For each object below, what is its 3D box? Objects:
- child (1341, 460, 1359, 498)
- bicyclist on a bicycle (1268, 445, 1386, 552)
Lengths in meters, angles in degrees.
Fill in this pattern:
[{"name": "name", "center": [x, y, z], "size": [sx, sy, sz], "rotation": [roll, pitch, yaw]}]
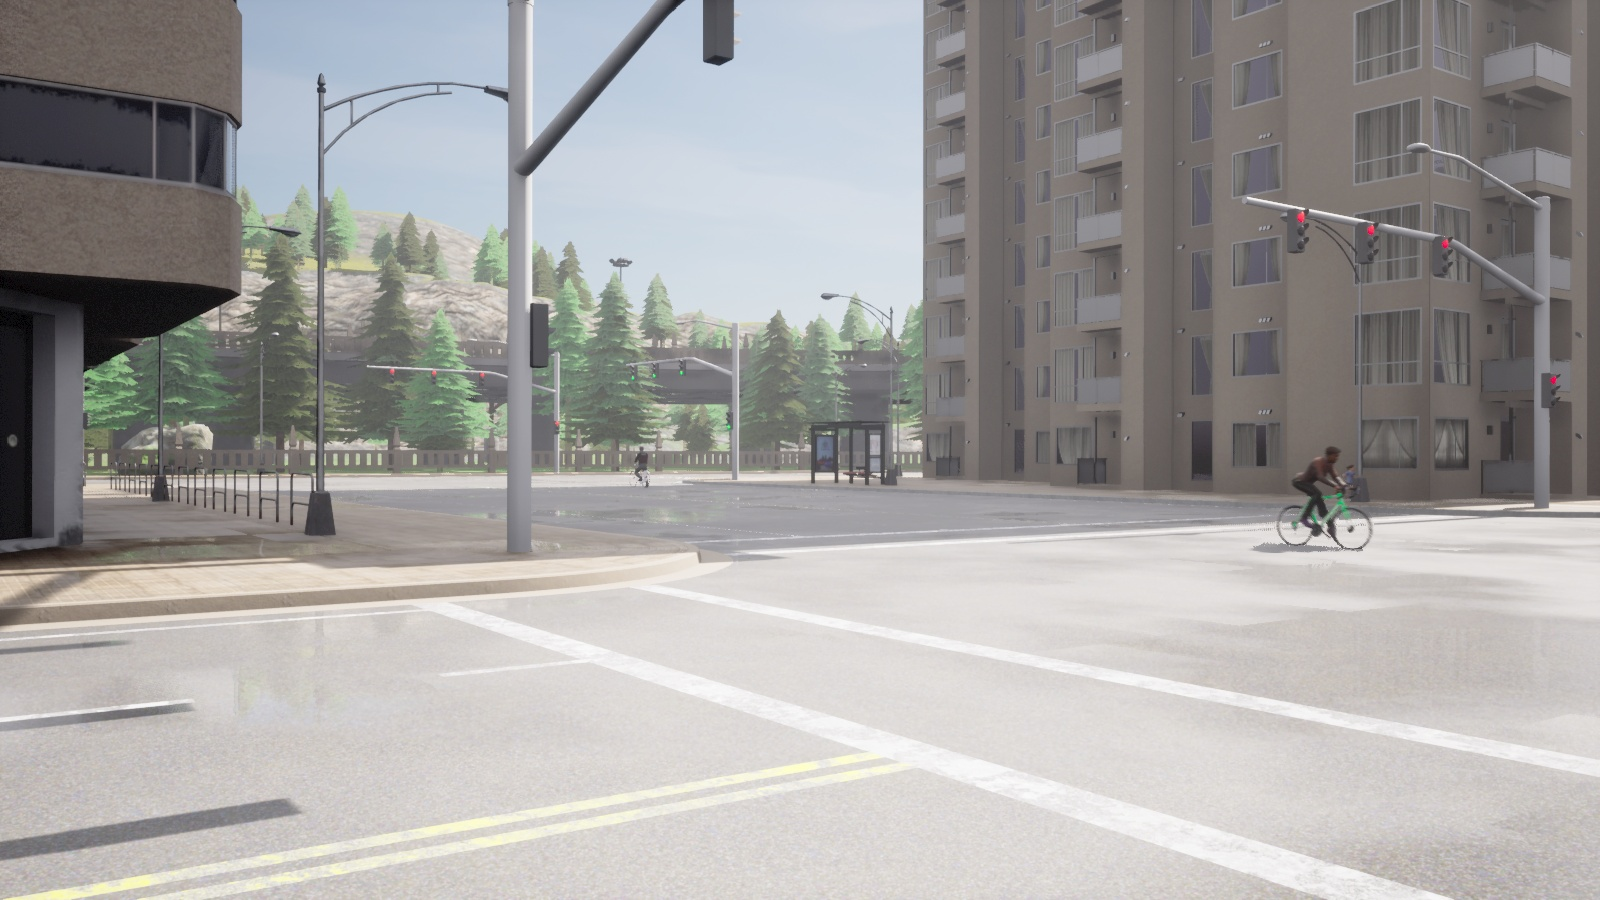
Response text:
[{"name": "child", "center": [16.100, 0.839, 36.758], "size": [0.255, 1.110, 0.394], "rotation": [0, 0, -35]}, {"name": "bicyclist on a bicycle", "center": [8.319, 0.729, 19.875], "size": [0.582, 1.620, 1.656], "rotation": [0, 0, -35]}]
